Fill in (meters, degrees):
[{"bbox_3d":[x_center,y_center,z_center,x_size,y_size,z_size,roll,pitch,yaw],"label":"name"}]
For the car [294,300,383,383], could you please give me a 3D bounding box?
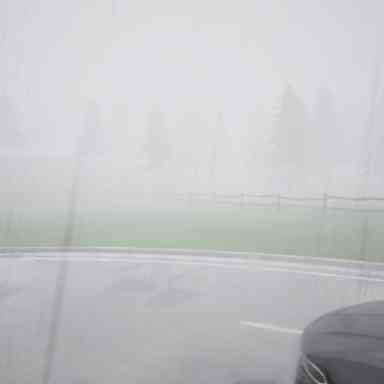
[{"bbox_3d":[3.086,1.377,1.790,5.008,1.535,1.882,0,1,41],"label":"car"}]
